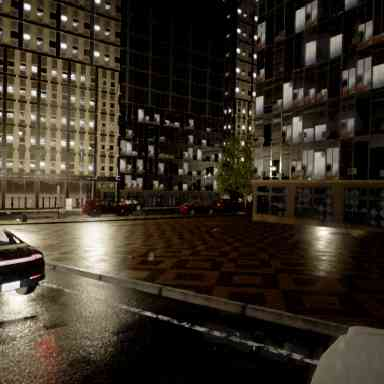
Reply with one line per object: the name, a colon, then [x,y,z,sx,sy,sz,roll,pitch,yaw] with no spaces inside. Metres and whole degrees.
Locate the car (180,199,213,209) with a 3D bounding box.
car: [0.764,1.785,50.045,4.829,1.417,1.752,1,1,-34]

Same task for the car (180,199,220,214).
car: [0.673,1.966,40.437,4.507,1.381,1.887,1,1,-34]

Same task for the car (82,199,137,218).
car: [-8.679,1.645,34.031,5.009,1.841,2.192,1,1,-34]

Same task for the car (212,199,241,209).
car: [5.582,1.872,53.343,4.313,1.339,1.947,1,1,-34]

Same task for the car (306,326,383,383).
car: [2.945,1.602,1.586,4.718,1.301,1.895,0,0,36]

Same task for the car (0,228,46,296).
car: [-5.238,1.489,7.422,4.902,1.511,2.128,0,0,36]

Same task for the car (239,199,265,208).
car: [10.260,1.935,56.544,4.206,1.307,1.802,1,1,-34]

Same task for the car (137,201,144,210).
car: [-8.453,1.720,43.739,4.403,1.369,2.008,1,1,-34]

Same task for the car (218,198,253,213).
car: [5.356,1.782,43.634,5.009,1.841,2.192,1,1,-34]
